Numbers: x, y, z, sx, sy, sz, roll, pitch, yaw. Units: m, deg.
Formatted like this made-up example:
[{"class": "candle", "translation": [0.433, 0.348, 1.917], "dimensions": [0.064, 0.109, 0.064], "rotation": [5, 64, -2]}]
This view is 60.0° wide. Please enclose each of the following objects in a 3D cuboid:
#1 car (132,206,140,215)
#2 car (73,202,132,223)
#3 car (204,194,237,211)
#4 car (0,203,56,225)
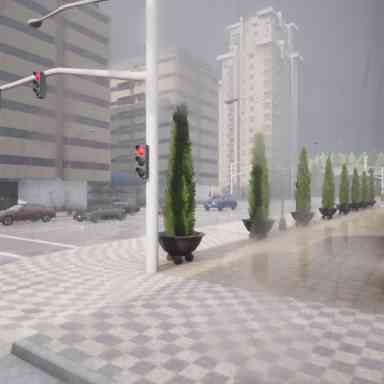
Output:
[{"class": "car", "translation": [-7.288, 1.656, 32.109], "dimensions": [1.895, 1.301, 4.718], "rotation": [0, 0, 35]}, {"class": "car", "translation": [-7.160, 1.619, 26.121], "dimensions": [1.994, 1.385, 4.181], "rotation": [0, 0, 35]}, {"class": "car", "translation": [3.674, 1.277, 41.836], "dimensions": [2.150, 2.045, 5.566], "rotation": [0, 0, 35]}, {"class": "car", "translation": [-12.429, 1.581, 24.602], "dimensions": [1.812, 1.442, 4.674], "rotation": [0, 0, 34]}]
